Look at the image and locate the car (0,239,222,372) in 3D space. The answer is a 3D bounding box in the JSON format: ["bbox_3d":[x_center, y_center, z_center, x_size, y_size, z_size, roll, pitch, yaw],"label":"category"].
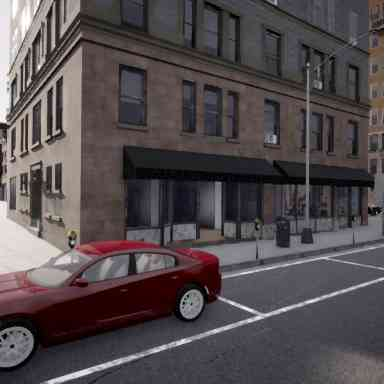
[{"bbox_3d":[-1.536,1.545,5.658,4.507,1.381,1.887,0,1,-35],"label":"car"}]

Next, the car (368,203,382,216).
[{"bbox_3d":[14.497,1.444,30.195,1.895,1.301,4.718,1,0,-35],"label":"car"}]

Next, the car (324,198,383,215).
[{"bbox_3d":[16.262,1.411,33.347,2.033,1.411,5.357,1,0,-35],"label":"car"}]
